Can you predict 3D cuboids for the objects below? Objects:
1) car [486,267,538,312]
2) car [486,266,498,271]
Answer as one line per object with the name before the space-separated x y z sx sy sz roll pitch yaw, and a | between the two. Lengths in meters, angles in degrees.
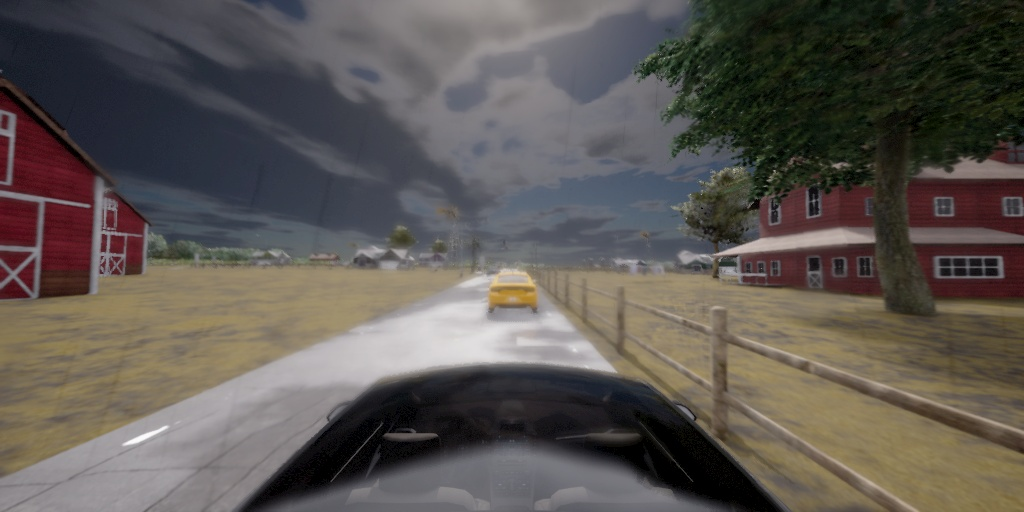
car | 0.050 1.430 15.352 1.882 1.535 5.008 0 -1 0
car | -2.805 2.243 54.069 1.837 1.490 4.892 0 -2 0
